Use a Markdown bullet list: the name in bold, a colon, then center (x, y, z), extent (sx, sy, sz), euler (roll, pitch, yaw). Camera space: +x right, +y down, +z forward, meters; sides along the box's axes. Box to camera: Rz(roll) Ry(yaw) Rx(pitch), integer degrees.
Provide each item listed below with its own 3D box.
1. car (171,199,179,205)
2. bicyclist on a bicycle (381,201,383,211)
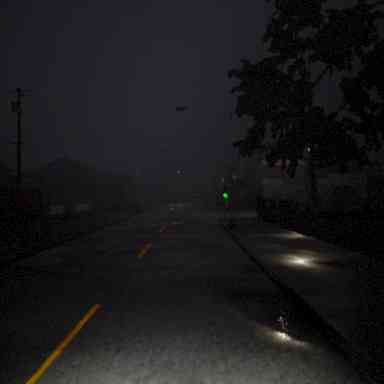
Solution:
- **car**: center (-4.010, 2.464, 79.673), extent (1.837, 1.490, 4.892), euler (0, -1, 0)
- **bicyclist on a bicycle**: center (18.635, 1.649, 32.037), extent (0.582, 1.620, 1.656), euler (0, -1, 0)
